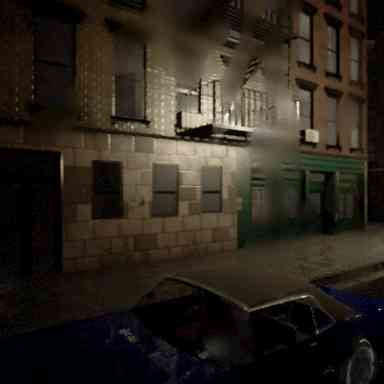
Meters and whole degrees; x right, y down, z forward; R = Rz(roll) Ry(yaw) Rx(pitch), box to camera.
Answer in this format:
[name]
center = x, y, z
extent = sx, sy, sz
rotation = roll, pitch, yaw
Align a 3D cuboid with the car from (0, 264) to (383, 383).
[car]
center = 0.191, 1.590, 3.515
extent = 4.718, 1.301, 1.895
rotation = 0, 0, -36
